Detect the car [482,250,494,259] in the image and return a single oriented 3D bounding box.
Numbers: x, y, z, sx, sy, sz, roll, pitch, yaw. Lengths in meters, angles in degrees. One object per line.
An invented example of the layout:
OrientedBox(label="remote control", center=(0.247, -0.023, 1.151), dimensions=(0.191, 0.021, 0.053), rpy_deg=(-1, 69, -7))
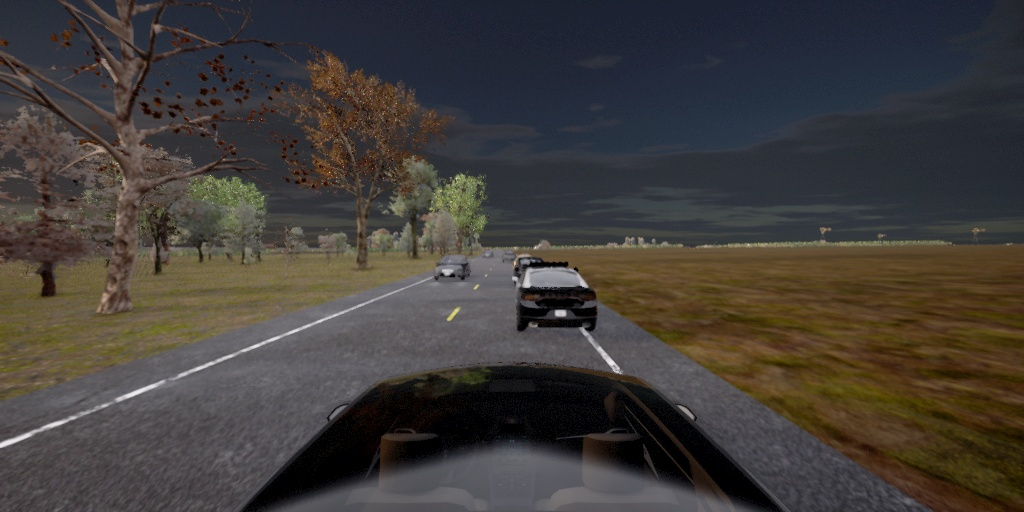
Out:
OrientedBox(label="car", center=(-4.256, -0.311, 64.208), dimensions=(2.128, 1.511, 4.902), rpy_deg=(0, 1, -1))

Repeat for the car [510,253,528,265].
OrientedBox(label="car", center=(0.980, 0.787, 20.171), dimensions=(1.837, 1.490, 4.892), rpy_deg=(0, 1, 0))

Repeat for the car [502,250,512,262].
OrientedBox(label="car", center=(-0.388, 0.065, 48.767), dimensions=(2.128, 1.511, 4.902), rpy_deg=(0, 1, -1))

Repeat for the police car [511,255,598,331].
OrientedBox(label="police car", center=(1.033, 0.956, 10.272), dimensions=(1.930, 1.638, 5.238), rpy_deg=(0, 1, 0))

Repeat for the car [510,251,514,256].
OrientedBox(label="car", center=(0.930, 0.582, 26.363), dimensions=(1.801, 1.575, 5.366), rpy_deg=(0, 1, -1))

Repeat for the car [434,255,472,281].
OrientedBox(label="car", center=(-3.690, 0.706, 22.844), dimensions=(2.128, 1.511, 4.902), rpy_deg=(0, 1, 0))
